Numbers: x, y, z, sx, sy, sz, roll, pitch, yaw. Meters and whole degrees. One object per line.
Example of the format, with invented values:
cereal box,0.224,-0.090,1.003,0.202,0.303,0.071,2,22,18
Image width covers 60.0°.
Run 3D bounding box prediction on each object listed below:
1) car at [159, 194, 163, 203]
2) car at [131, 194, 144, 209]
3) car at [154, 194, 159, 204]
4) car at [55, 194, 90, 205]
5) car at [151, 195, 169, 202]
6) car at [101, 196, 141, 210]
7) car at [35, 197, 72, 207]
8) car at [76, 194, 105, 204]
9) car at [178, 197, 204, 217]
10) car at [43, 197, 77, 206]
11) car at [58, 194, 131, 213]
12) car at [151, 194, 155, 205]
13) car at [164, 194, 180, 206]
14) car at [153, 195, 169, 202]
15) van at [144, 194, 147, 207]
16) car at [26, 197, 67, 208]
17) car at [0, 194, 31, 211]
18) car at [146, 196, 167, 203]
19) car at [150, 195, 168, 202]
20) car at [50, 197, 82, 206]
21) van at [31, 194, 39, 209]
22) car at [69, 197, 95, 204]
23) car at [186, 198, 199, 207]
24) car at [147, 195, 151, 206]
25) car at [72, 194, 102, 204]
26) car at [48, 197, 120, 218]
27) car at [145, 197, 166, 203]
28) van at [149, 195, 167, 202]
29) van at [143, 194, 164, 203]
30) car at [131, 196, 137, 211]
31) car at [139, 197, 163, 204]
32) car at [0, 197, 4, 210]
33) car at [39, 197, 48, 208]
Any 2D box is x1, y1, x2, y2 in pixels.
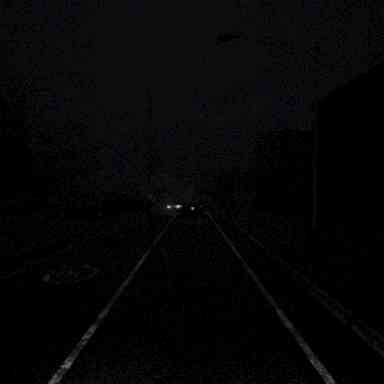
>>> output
car,-8.841,1.682,66.804,5.008,1.535,2.097,0,-1,0
car,-8.856,1.210,38.775,5.566,2.045,2.435,0,0,0
car,-8.864,1.334,55.594,5.566,2.045,2.435,0,0,0
car,-21.892,1.379,61.016,5.566,2.045,2.435,0,0,0
car,-8.838,1.829,92.030,4.553,1.767,2.185,0,-1,0
car,-8.796,1.353,41.575,4.553,1.767,2.185,0,0,0
car,-21.907,1.565,52.661,5.008,1.535,2.097,0,0,0
car,-21.902,1.488,72.032,5.566,2.045,2.435,0,-1,0
car,0.078,1.449,30.858,2.163,1.488,4.792,0,0,0
car,-21.886,1.616,55.445,4.792,1.488,2.163,0,0,0
car,-8.862,1.170,30.365,5.566,2.045,2.435,0,0,0
car,-8.828,1.564,52.788,5.008,1.535,2.097,0,0,0
car,-3.260,1.380,60.613,2.150,2.045,5.566,0,0,1
car,-8.841,1.860,94.834,4.553,1.767,2.185,0,-1,0
van,-8.712,1.274,44.380,4.442,1.987,1.878,0,0,0
car,-21.725,1.540,49.874,5.366,1.575,1.946,0,0,0
car,-21.876,1.336,38.738,4.553,1.767,2.185,0,0,0
car,-8.856,1.863,83.620,5.008,1.535,2.097,0,-1,0
car,-8.898,1.799,89.227,4.553,1.767,2.185,0,-1,0
car,-21.946,1.637,58.230,4.792,1.488,2.163,0,0,0
van,-22.023,1.253,41.519,4.442,1.987,1.878,0,0,0
car,-21.923,1.721,66.460,4.674,1.452,2.002,0,-1,0
car,0.025,1.658,54.710,2.033,1.411,5.357,0,0,0
car,-8.823,1.523,47.182,4.892,1.521,2.231,0,0,0
car,-21.899,1.459,69.371,5.566,2.045,2.435,0,-1,0
car,-8.830,1.416,27.563,4.892,1.521,2.231,0,0,0
car,-8.830,1.863,80.816,4.792,1.488,2.163,0,-1,0
van,-8.748,1.668,86.425,4.442,1.987,1.878,0,-1,0
van,-8.737,1.547,75.213,4.442,1.987,1.878,0,-1,0
car,-8.835,1.444,35.968,4.892,1.521,2.231,0,0,0
car,-8.880,1.772,72.407,4.792,1.488,2.163,0,-1,0
car,-21.913,1.472,33.169,4.674,1.452,2.002,0,0,0
car,-21.906,1.562,47.089,4.674,1.452,2.002,0,0,0
